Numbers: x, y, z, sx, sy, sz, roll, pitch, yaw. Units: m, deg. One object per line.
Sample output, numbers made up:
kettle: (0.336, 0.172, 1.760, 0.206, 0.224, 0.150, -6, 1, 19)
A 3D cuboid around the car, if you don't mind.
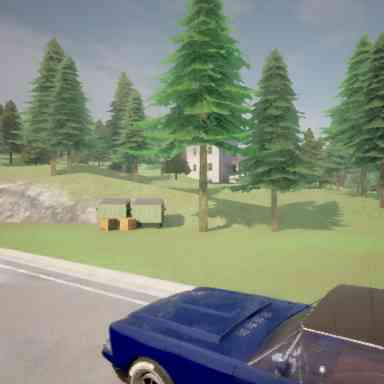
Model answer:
car: (1.357, 1.600, 3.025, 4.718, 1.301, 1.895, 0, 0, 35)
